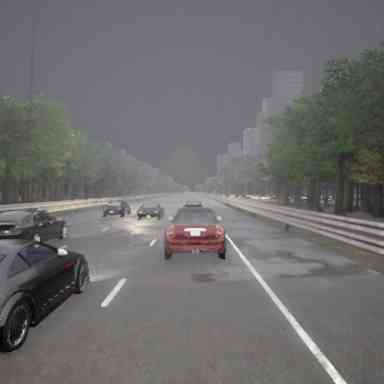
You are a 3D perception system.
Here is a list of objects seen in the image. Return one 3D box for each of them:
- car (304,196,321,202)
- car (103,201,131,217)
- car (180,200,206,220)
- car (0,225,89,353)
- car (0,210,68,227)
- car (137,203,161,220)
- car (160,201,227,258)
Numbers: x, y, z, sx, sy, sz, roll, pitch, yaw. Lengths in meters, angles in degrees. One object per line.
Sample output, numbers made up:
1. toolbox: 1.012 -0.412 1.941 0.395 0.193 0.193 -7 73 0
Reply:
1. car: 28.518 1.716 78.776 2.128 1.511 4.902 0 1 -45
2. car: -6.881 1.533 30.756 1.812 1.442 4.674 0 0 0
3. car: 0.119 1.499 29.721 2.128 1.511 4.902 0 0 0
4. car: -3.400 1.568 6.146 1.994 1.385 4.181 0 0 0
5. car: -6.891 1.512 14.174 1.837 1.490 4.892 0 0 0
6. car: -3.383 1.609 28.202 1.895 1.301 4.718 0 0 0
7. car: 0.107 1.359 12.868 2.097 1.767 4.553 0 0 0
